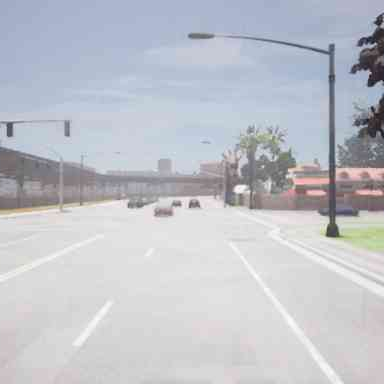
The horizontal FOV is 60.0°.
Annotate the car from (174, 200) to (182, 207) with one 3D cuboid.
[{"bbox_3d":[-3.061,2.193,66.673,1.994,1.385,4.181,0,0,0],"label":"car"}]

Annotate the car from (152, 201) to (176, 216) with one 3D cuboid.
[{"bbox_3d":[-3.208,2.074,38.772,1.895,1.301,4.718,0,-1,0],"label":"car"}]

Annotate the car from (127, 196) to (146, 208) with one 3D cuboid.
[{"bbox_3d":[-10.249,1.845,60.278,2.150,2.045,5.566,0,0,1],"label":"car"}]

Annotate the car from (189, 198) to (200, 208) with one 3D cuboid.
[{"bbox_3d":[0.419,1.978,62.343,2.097,1.767,4.553,0,0,0],"label":"car"}]

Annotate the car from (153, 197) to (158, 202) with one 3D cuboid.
[{"bbox_3d":[-10.092,2.147,80.116,1.994,1.385,4.181,0,0,0],"label":"car"}]

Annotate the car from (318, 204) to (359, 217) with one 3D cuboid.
[{"bbox_3d":[16.308,2.037,37.085,4.181,1.385,1.994,0,-1,-1],"label":"car"}]

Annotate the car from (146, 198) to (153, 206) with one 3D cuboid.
[{"bbox_3d":[-10.142,2.172,70.397,2.033,1.411,5.357,0,0,0],"label":"car"}]
